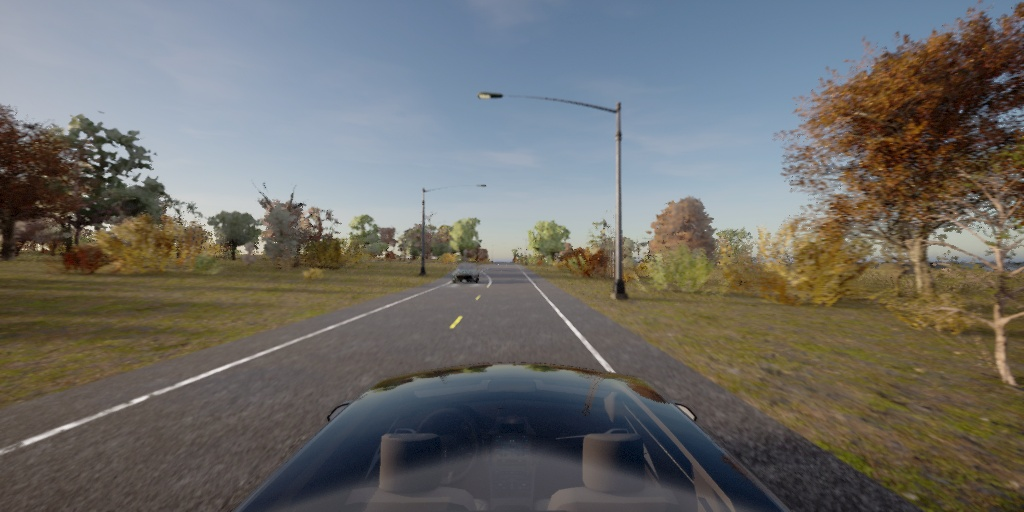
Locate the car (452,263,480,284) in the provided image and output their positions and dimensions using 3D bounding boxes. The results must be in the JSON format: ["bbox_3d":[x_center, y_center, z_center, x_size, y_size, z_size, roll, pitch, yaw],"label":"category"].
[{"bbox_3d":[-3.804,1.366,30.164,2.097,1.767,4.553,0,0,-2],"label":"car"}]
